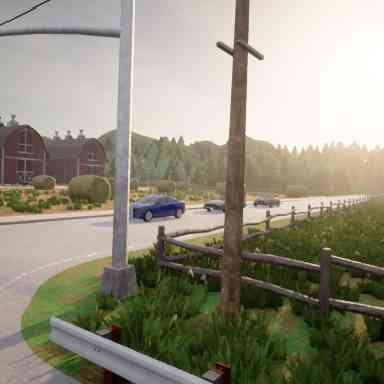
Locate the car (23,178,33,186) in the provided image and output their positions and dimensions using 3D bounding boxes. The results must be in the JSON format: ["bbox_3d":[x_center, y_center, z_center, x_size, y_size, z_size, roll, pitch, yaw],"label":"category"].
[{"bbox_3d":[-38.905,-2.329,79.375,1.905,1.878,3.866,8,2,-13],"label":"car"}]

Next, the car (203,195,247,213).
[{"bbox_3d":[3.064,0.997,29.461,2.033,1.411,5.357,3,2,33],"label":"car"}]

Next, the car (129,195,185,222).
[{"bbox_3d":[-2.378,0.943,21.201,1.882,1.535,5.008,3,2,33],"label":"car"}]

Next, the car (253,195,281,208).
[{"bbox_3d":[8.583,0.997,37.814,1.994,1.385,4.181,3,2,33],"label":"car"}]
